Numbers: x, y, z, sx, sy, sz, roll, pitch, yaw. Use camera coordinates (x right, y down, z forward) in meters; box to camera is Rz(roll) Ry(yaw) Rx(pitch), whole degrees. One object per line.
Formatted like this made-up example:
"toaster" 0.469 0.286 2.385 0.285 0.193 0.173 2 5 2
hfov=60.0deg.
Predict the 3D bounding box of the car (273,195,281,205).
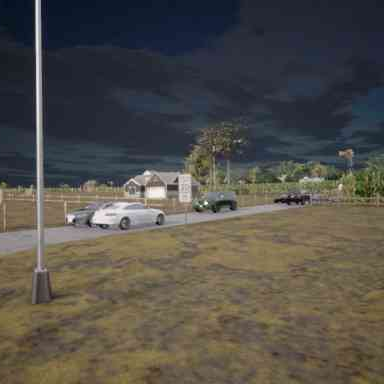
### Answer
"car" 13.319 1.093 47.616 1.895 1.301 4.718 -2 -1 36

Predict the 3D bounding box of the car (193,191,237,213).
"car" 2.384 0.917 32.276 2.150 2.045 5.566 -2 -1 35

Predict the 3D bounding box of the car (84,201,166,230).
"car" -3.477 1.291 19.016 1.812 1.442 4.674 -2 -1 35

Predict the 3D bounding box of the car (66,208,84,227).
"car" -5.562 1.330 21.010 2.128 1.511 4.902 -2 -1 35

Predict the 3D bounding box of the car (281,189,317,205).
"car" 14.267 0.662 44.094 2.150 2.045 5.566 -2 0 36

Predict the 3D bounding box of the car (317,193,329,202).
"car" 20.183 0.871 52.541 2.033 1.411 5.357 -2 0 35
